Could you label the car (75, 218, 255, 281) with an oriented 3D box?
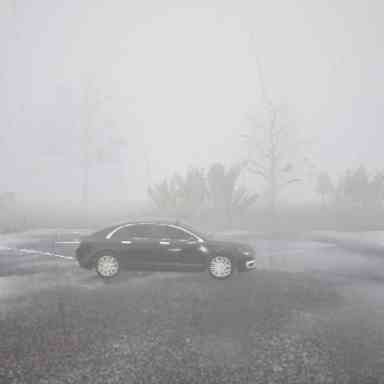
[{"bbox_3d":[-0.722,1.505,9.304,4.892,1.490,1.837,0,0,1],"label":"car"}]
